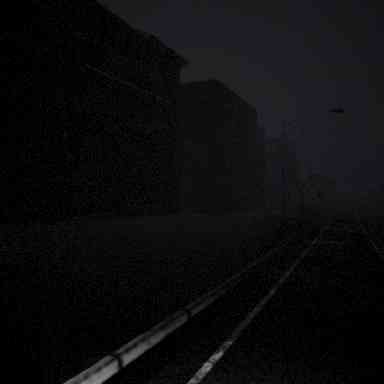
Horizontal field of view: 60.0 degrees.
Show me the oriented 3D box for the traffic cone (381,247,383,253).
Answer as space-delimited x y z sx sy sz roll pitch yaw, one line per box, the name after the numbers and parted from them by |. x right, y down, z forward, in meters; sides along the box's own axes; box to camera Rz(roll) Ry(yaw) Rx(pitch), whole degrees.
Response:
8.778 2.464 15.078 0.340 0.580 0.340 1 -2 25 | traffic cone
